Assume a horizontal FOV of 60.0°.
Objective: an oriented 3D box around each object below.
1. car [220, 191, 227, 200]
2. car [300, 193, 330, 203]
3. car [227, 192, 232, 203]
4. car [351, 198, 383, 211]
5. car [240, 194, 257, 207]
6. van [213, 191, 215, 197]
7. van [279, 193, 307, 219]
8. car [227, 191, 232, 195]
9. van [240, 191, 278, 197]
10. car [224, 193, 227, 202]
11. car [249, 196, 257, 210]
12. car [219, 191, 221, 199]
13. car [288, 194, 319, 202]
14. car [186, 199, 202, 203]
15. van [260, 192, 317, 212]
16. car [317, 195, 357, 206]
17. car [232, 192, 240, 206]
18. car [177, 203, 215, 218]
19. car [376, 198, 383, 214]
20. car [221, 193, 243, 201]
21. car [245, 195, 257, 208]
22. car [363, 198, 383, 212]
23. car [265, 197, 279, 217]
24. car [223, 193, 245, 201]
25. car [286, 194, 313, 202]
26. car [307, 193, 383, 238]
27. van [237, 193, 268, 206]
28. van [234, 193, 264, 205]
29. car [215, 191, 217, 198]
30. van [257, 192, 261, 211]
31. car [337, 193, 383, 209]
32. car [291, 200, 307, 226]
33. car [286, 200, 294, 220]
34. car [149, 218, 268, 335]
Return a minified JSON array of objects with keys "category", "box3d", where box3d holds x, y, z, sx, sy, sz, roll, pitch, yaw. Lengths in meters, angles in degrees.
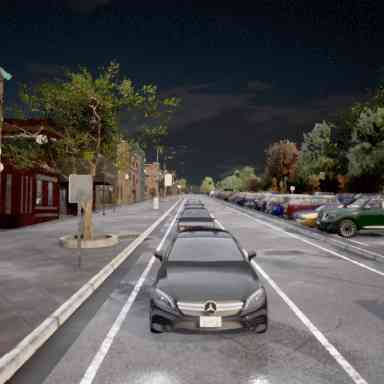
[{"category":"car","box3d":[8.904,0.960,64.771,5.566,2.045,2.435,0,1,0]},{"category":"car","box3d":[22.080,1.133,59.715,4.553,1.767,2.185,0,1,0]},{"category":"car","box3d":[8.987,1.288,56.364,4.892,1.521,2.231,0,1,0]},{"category":"car","box3d":[22.219,1.450,40.286,4.792,1.488,2.163,0,0,0]},{"category":"car","box3d":[9.101,1.407,42.346,4.892,1.521,2.231,0,0,0]},{"category":"van","box3d":[8.633,0.760,89.998,4.442,1.987,1.878,0,1,0]},{"category":"van","box3d":[9.334,1.236,25.520,4.442,1.987,1.878,0,0,0]},{"category":"car","box3d":[9.004,1.136,59.166,4.553,1.767,2.185,0,1,0]},{"category":"van","box3d":[9.191,1.161,45.152,4.442,1.987,1.878,0,0,0]},{"category":"car","box3d":[8.950,1.276,61.970,4.674,1.452,2.002,0,1,0]},{"category":"car","box3d":[9.165,1.468,36.735,4.792,1.488,2.163,0,0,0]},{"category":"car","box3d":[8.884,0.935,67.574,5.566,2.045,2.435,0,1,0]},{"category":"car","box3d":[21.824,1.205,65.265,5.366,1.575,1.946,0,1,0]},{"category":"car","box3d":[0.209,1.436,31.245,2.128,1.511,4.902,0,0,0]},{"category":"van","box3d":[9.060,1.229,31.129,4.442,1.987,1.878,0,0,0]},{"category":"car","box3d":[22.296,1.330,51.389,5.366,1.575,1.946,0,1,0]},{"category":"car","box3d":[9.026,1.111,47.951,5.566,2.045,2.435,0,1,0]},{"category":"car","box3d":[0.191,1.531,17.482,2.033,1.411,5.357,0,0,0]},{"category":"car","box3d":[22.415,1.442,34.732,5.366,1.575,1.946,0,0,0]},{"category":"car","box3d":[8.840,1.010,73.181,4.553,1.767,2.185,0,1,0]},{"category":"car","box3d":[9.113,1.464,39.543,4.674,1.452,2.002,0,0,0]},{"category":"car","box3d":[22.181,1.467,37.503,4.792,1.488,2.163,0,0,0]},{"category":"car","box3d":[9.191,1.459,28.323,5.008,1.535,2.097,0,0,0]},{"category":"car","box3d":[8.861,1.036,70.378,4.553,1.767,2.185,0,1,0]},{"category":"car","box3d":[21.995,1.185,68.043,4.892,1.521,2.231,0,1,0]},{"category":"car","box3d":[9.249,1.220,17.109,5.566,2.045,2.435,0,0,0]},{"category":"van","box3d":[9.151,1.111,50.757,4.442,1.987,1.878,0,1,0]},{"category":"van","box3d":[9.130,1.086,53.560,4.442,1.987,1.878,0,1,0]},{"category":"car","box3d":[8.806,1.061,81.592,5.008,1.535,2.097,0,1,0]},{"category":"van","box3d":[9.272,1.221,33.932,4.442,1.987,1.878,0,0,0]},{"category":"car","box3d":[22.141,1.151,43.058,5.566,2.045,2.435,0,0,0]},{"category":"car","box3d":[9.072,1.465,19.912,5.366,1.575,1.946,0,0,0]},{"category":"car","box3d":[9.240,1.505,22.717,4.674,1.452,2.002,0,0,0]},{"category":"car","box3d":[0.252,1.523,6.903,1.812,1.442,4.674,0,0,0]}]
